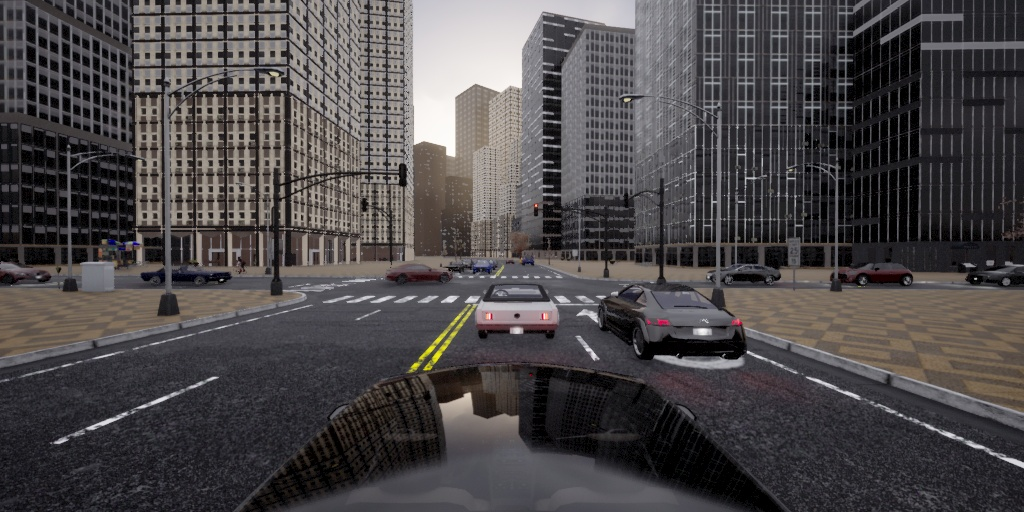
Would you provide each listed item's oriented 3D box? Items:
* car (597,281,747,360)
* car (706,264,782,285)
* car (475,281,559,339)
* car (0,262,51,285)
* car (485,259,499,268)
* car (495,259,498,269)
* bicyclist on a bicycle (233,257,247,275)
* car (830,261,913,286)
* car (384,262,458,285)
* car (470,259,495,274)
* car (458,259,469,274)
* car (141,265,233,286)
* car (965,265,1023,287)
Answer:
[{"bbox_3d":[3.364,1.312,8.361,1.994,1.385,4.181,0,0,0],"label":"car"},{"bbox_3d":[16.849,1.302,26.211,4.902,1.511,2.128,0,0,1],"label":"car"},{"bbox_3d":[0.111,1.348,10.078,1.895,1.301,4.718,0,0,0],"label":"car"},{"bbox_3d":[-34.022,1.126,24.061,4.674,1.442,1.812,1,0,1],"label":"car"},{"bbox_3d":[-3.270,1.231,60.410,2.033,1.411,5.357,0,0,0],"label":"car"},{"bbox_3d":[-3.282,1.230,50.032,1.812,1.442,4.674,0,0,0],"label":"car"},{"bbox_3d":[-24.665,0.872,32.554,0.582,1.620,1.656,0,1,1],"label":"bicyclist on a bicycle"},{"bbox_3d":[25.932,1.204,26.004,4.553,1.767,2.097,0,0,1],"label":"car"},{"bbox_3d":[-6.560,1.238,25.390,4.674,1.442,1.812,0,1,-24],"label":"car"},{"bbox_3d":[-3.296,1.199,40.688,1.882,1.535,5.008,0,0,0],"label":"car"},{"bbox_3d":[-6.547,1.321,41.361,1.895,1.301,4.718,0,0,0],"label":"car"},{"bbox_3d":[-21.384,1.260,23.737,4.718,1.301,1.895,0,0,2],"label":"car"},{"bbox_3d":[35.833,1.402,25.778,4.892,1.490,1.837,0,0,1],"label":"car"}]
